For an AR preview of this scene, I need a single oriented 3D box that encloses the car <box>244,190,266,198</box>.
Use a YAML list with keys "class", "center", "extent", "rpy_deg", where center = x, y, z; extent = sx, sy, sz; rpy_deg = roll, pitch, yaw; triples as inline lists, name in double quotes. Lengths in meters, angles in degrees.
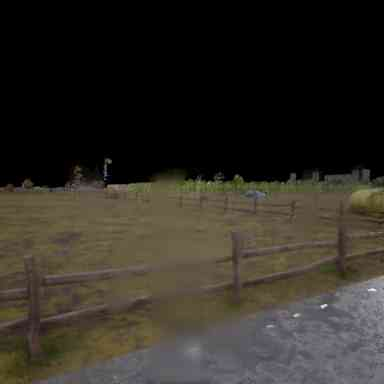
- class: "car"
  center: [12.500, 0.428, 65.715]
  extent: [2.128, 1.511, 4.902]
  rpy_deg: [1, 0, -35]
